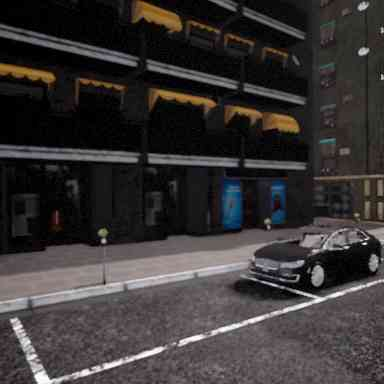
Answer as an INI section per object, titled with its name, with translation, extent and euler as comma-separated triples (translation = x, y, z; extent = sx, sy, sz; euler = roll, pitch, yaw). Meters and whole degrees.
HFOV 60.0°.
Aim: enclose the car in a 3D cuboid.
[car]
translation = 3.499, 1.590, 9.070
extent = 4.403, 1.369, 2.008
euler = 0, -1, -35
